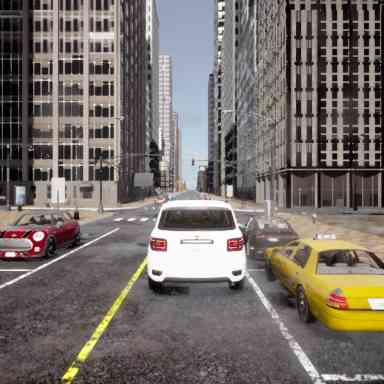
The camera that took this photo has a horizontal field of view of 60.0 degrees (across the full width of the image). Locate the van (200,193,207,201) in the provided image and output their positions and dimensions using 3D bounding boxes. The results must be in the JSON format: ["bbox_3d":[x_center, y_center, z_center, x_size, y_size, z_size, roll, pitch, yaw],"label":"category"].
[{"bbox_3d":[2.711,1.240,78.758,1.690,1.788,3.998,0,0,0],"label":"van"}]

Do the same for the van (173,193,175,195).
[{"bbox_3d":[-5.668,1.225,84.448,1.690,1.788,3.998,0,0,0],"label":"van"}]

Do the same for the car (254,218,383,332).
[{"bbox_3d":[2.693,1.525,6.947,1.752,1.417,4.829,0,0,0],"label":"car"}]

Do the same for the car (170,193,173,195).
[{"bbox_3d":[-5.702,1.242,67.393,2.192,1.841,5.009,0,0,0],"label":"car"}]

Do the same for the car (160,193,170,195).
[{"bbox_3d":[-5.769,1.380,61.708,1.967,1.590,4.097,0,0,0],"label":"car"}]

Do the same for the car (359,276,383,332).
[{"bbox_3d":[2.692,1.551,1.106,2.008,1.369,4.403,0,0,0],"label":"car"}]

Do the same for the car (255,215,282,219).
[{"bbox_3d":[2.695,1.548,12.445,2.008,1.369,4.403,0,0,0],"label":"car"}]

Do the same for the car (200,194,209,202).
[{"bbox_3d":[2.709,1.353,73.073,1.967,1.590,4.097,0,0,0],"label":"car"}]

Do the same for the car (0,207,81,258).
[{"bbox_3d":[-5.685,1.438,12.445,1.967,1.590,4.097,0,0,0],"label":"car"}]

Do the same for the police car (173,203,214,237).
[{"bbox_3d":[0.101,1.498,19.150,2.038,1.542,4.974,0,0,1],"label":"police car"}]

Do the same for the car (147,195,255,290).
[{"bbox_3d":[0.102,1.220,9.230,2.150,2.045,5.566,0,0,0],"label":"car"}]

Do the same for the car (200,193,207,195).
[{"bbox_3d":[2.802,1.380,61.705,1.967,1.590,4.097,0,0,0],"label":"car"}]
